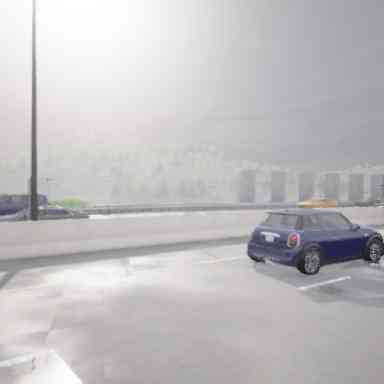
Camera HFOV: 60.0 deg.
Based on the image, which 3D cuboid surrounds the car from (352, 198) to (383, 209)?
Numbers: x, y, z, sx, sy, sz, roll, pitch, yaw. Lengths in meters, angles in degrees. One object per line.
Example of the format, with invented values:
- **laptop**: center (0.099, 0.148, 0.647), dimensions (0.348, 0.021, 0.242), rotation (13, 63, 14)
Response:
- **car**: center (23.913, 1.484, 44.348), dimensions (4.718, 1.301, 1.895), rotation (0, 0, -21)

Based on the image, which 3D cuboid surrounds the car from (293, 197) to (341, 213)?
- **car**: center (13.554, 1.374, 35.975), dimensions (5.008, 1.535, 1.882), rotation (0, 0, -26)

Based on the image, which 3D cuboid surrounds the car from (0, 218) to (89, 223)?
- **car**: center (-7.325, 1.425, 15.823), dimensions (4.902, 1.511, 2.128), rotation (0, 0, -34)

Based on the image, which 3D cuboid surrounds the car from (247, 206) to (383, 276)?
- **car**: center (3.966, 1.321, 10.432), dimensions (4.553, 1.767, 2.097), rotation (0, 0, -32)
